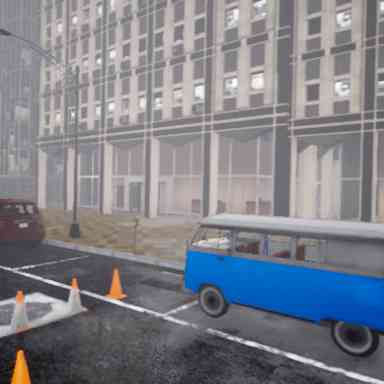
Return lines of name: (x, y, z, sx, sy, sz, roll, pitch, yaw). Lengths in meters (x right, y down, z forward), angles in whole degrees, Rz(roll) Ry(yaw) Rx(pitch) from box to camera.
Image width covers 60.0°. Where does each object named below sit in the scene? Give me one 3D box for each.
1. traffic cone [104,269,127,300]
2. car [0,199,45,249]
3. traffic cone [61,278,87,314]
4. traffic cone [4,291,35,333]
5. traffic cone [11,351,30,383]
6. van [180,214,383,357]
traffic cone: (-1.604, 1.907, 6.995, 0.340, 0.580, 0.340, 1, 0, 36)
car: (-7.524, 1.162, 12.477, 5.009, 1.841, 2.192, 1, 1, 36)
traffic cone: (-2.192, 1.902, 6.186, 0.340, 0.580, 0.340, 1, 0, 36)
traffic cone: (-2.779, 1.898, 5.377, 0.340, 0.580, 0.340, 1, 0, 36)
traffic cone: (-1.748, 1.920, 3.393, 0.340, 0.580, 0.340, 1, 0, 36)
van: (1.674, 1.343, 5.800, 3.998, 1.788, 1.690, 1, 1, 36)
